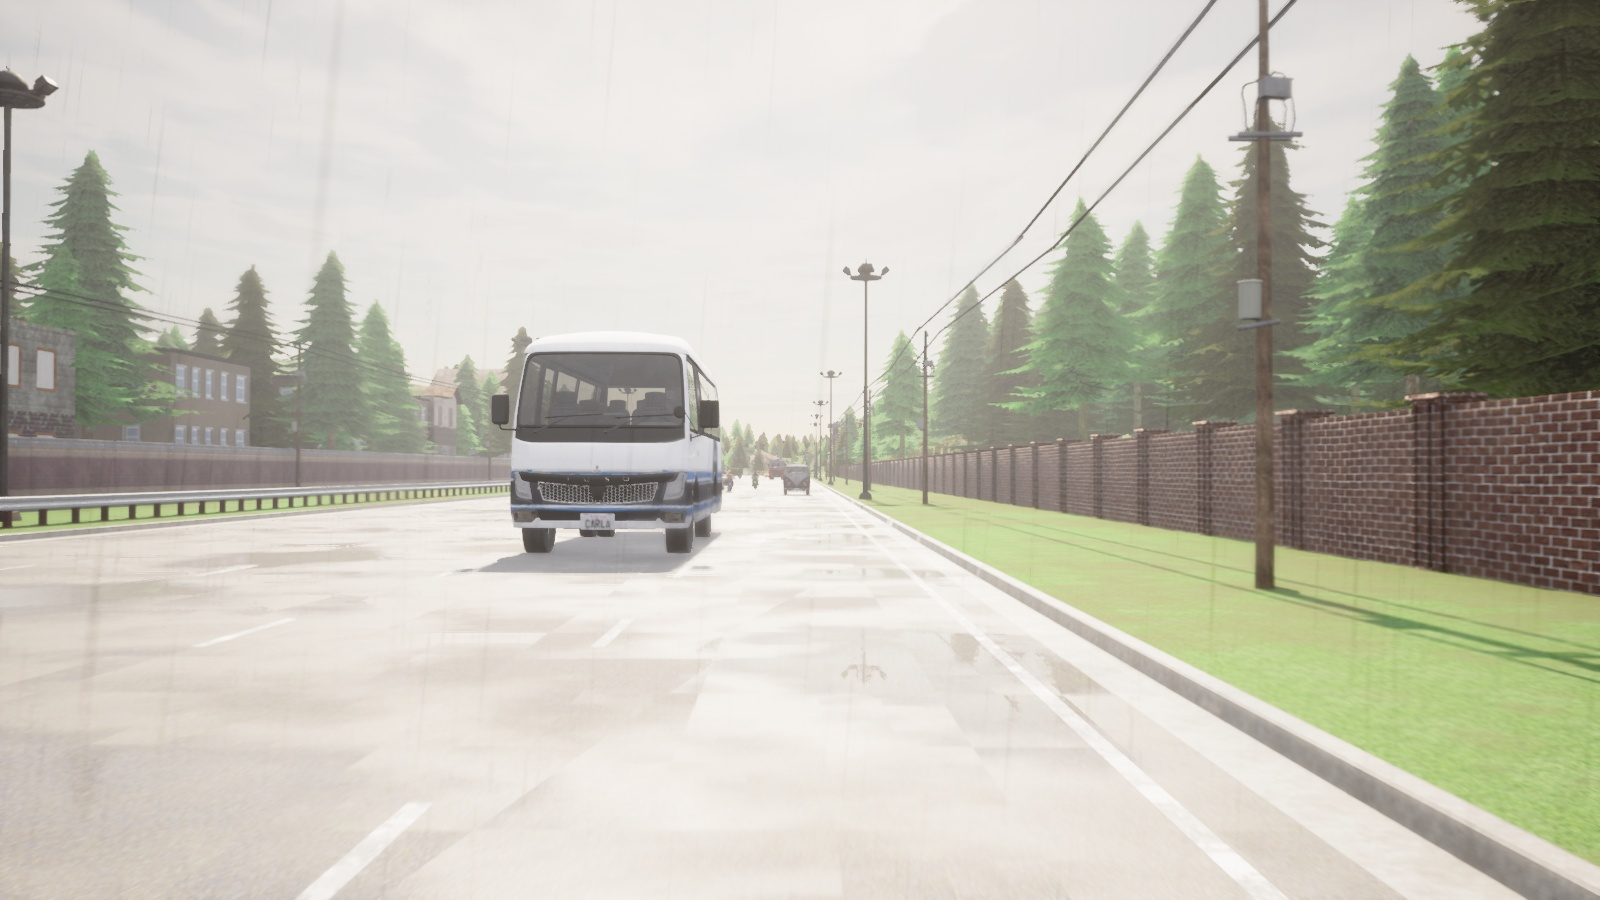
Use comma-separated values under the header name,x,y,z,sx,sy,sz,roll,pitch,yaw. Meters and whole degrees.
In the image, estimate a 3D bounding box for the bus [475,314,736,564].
name,x,y,z,sx,sy,sz,roll,pitch,yaw
bus,-3.569,-0.104,26.520,3.944,4.253,10.273,0,-1,0

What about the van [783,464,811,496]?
name,x,y,z,sx,sy,sz,roll,pitch,yaw
van,-0.197,1.938,81.851,1.775,1.987,4.442,0,-1,0
